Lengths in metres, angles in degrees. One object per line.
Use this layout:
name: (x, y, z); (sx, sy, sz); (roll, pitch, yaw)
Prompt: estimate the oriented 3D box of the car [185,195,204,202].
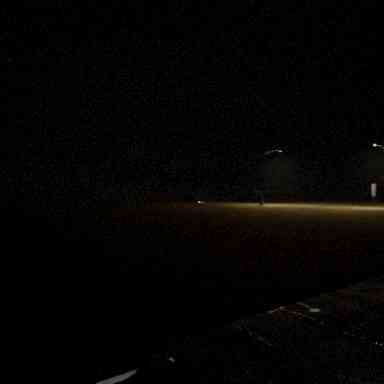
car: (0.508, 1.245, 63.631); (1.994, 1.385, 4.181); (2, -1, -36)
